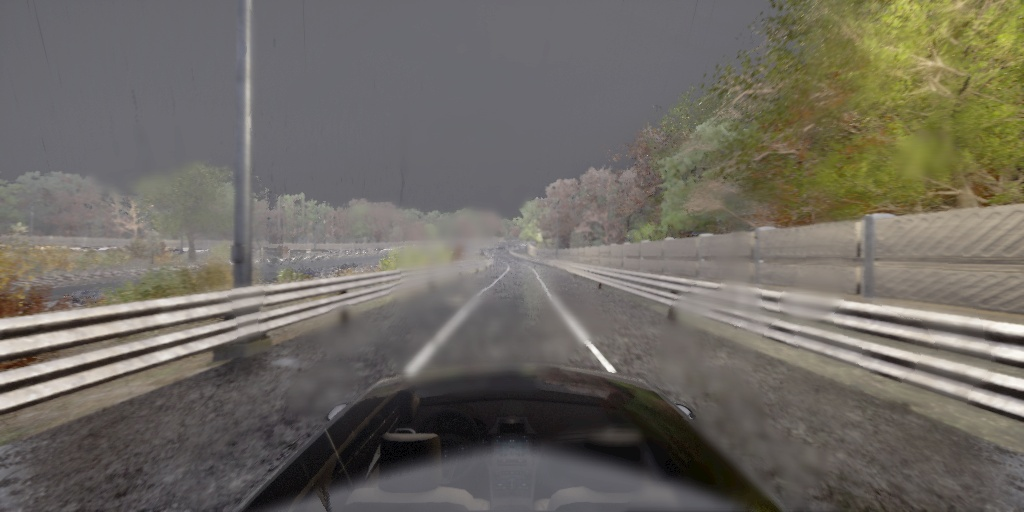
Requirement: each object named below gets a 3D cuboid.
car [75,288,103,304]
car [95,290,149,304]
[{"bbox_3d":[-46.794,4.734,42.125,2.128,1.511,4.902,1,4,16],"label":"car"},{"bbox_3d":[-43.425,4.800,41.176,1.882,1.535,5.008,1,4,16],"label":"car"}]
